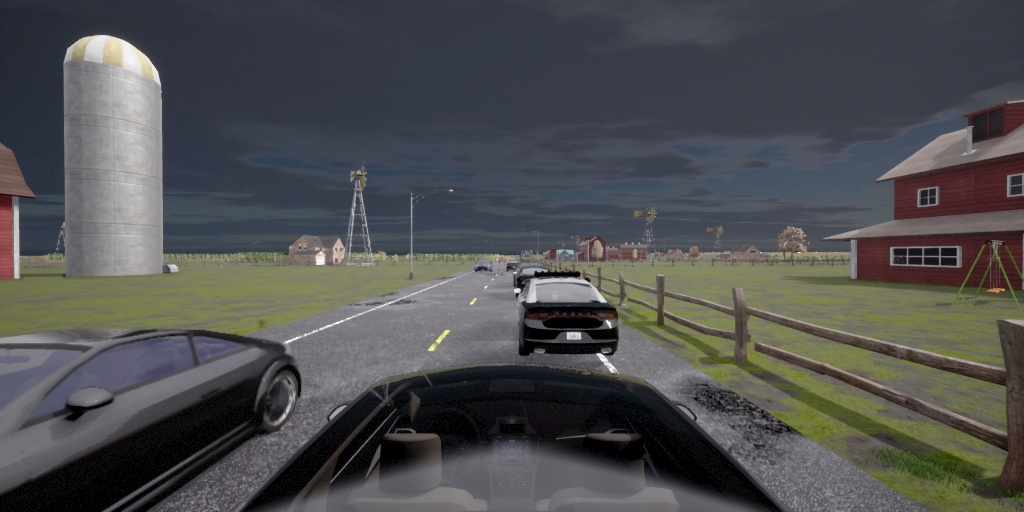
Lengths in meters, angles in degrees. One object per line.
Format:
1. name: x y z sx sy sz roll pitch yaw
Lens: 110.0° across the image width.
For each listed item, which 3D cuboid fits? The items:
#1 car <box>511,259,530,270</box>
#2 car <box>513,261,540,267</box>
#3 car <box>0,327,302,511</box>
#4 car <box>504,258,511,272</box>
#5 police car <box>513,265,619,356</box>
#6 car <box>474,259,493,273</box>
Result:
1. car: 1.137 1.109 24.633 2.097 1.767 4.553 0 0 0
2. car: 1.116 1.231 18.662 1.882 1.535 5.008 0 0 0
3. car: -3.591 1.314 2.722 1.994 1.385 4.181 0 0 0
4. car: 0.230 1.267 48.316 1.882 1.535 5.008 0 0 0
5. police car: 1.079 1.175 8.771 1.930 1.638 5.238 0 0 0
6. car: -3.439 1.134 44.196 2.097 1.767 4.553 0 0 0
